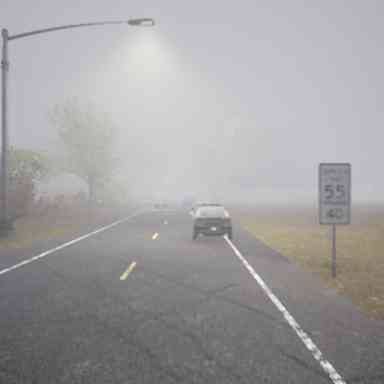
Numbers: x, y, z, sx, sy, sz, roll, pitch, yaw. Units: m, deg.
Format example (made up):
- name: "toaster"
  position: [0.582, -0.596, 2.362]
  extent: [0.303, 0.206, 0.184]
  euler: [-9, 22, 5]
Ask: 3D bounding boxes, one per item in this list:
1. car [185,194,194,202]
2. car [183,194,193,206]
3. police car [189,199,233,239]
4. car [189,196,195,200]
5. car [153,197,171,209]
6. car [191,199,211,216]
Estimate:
- name: "car"
  position: [-0.480, 1.247, 68.680]
  extent: [1.837, 1.490, 4.892]
  euler: [0, 0, 0]
- name: "car"
  position: [-0.355, 1.464, 51.309]
  extent: [1.994, 1.385, 4.181]
  euler: [0, 0, 0]
- name: "police car"
  position: [0.941, 1.401, 17.173]
  extent: [1.930, 1.638, 5.238]
  euler: [0, 0, 0]
- name: "car"
  position: [0.866, 1.413, 27.253]
  extent: [1.801, 1.575, 5.366]
  euler: [0, 0, 0]
- name: "car"
  position: [-3.891, 1.448, 43.521]
  extent: [1.812, 1.442, 4.674]
  euler: [0, 0, 0]
- name: "car"
  position: [0.822, 1.472, 33.063]
  extent: [1.812, 1.442, 4.674]
  euler: [0, 0, 0]
